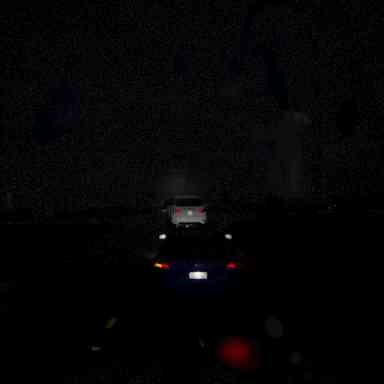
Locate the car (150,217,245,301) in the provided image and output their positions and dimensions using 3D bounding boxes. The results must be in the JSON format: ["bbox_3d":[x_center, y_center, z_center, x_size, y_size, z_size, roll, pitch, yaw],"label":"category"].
[{"bbox_3d":[0.097,1.565,8.385,1.994,1.385,4.181,0,0,-1],"label":"car"}]

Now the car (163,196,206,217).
[{"bbox_3d":[-0.513,1.251,21.897,2.150,2.045,5.566,0,0,-8],"label":"car"}]

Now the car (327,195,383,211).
[{"bbox_3d":[15.682,1.038,31.474,5.357,1.411,2.033,-2,-1,0],"label":"car"}]

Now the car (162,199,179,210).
[{"bbox_3d":[-2.882,1.716,45.579,1.994,1.385,4.181,0,-1,-1],"label":"car"}]

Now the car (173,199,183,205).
[{"bbox_3d":[-2.804,2.077,69.526,1.895,1.301,4.718,0,-1,0],"label":"car"}]

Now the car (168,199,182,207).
[{"bbox_3d":[-2.873,1.823,56.335,2.033,1.411,5.357,0,-1,1],"label":"car"}]

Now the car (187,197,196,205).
[{"bbox_3d":[-0.059,1.946,76.261,2.097,1.767,4.553,0,-1,0],"label":"car"}]
